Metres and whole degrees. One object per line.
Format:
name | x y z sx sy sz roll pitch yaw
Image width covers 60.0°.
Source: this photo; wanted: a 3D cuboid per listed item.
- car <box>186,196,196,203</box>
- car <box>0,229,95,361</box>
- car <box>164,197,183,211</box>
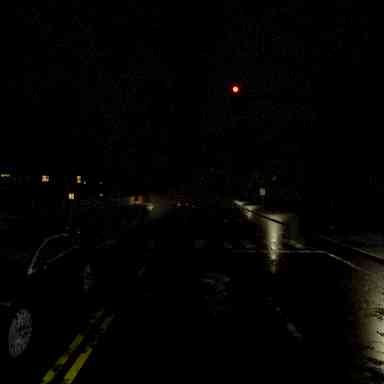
car | -0.267 1.631 72.074 1.837 1.490 4.892 0 0 4
car | -3.211 1.496 5.990 2.128 1.511 4.902 0 0 1
car | -2.232 1.400 41.256 2.097 1.767 4.553 0 0 3
